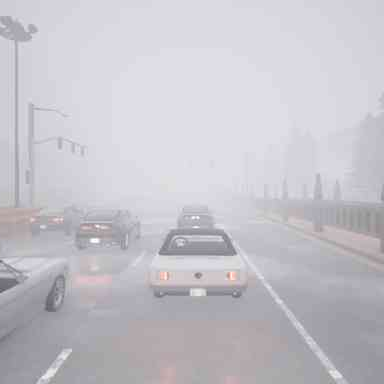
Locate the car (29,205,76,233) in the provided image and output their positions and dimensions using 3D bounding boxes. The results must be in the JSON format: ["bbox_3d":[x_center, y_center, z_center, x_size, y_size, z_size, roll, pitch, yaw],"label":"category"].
[{"bbox_3d":[-6.843,1.406,17.518,1.812,1.442,4.674,0,0,-1],"label":"car"}]

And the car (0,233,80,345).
[{"bbox_3d":[-3.385,1.576,4.663,1.895,1.301,4.718,0,0,0],"label":"car"}]

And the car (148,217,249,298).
[{"bbox_3d":[0.131,1.549,8.352,1.895,1.301,4.718,0,0,0],"label":"car"}]

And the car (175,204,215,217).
[{"bbox_3d":[0.187,1.385,17.612,1.837,1.490,4.892,0,0,0],"label":"car"}]

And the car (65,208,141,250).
[{"bbox_3d":[-3.337,1.412,13.889,1.837,1.490,4.892,0,0,0],"label":"car"}]
